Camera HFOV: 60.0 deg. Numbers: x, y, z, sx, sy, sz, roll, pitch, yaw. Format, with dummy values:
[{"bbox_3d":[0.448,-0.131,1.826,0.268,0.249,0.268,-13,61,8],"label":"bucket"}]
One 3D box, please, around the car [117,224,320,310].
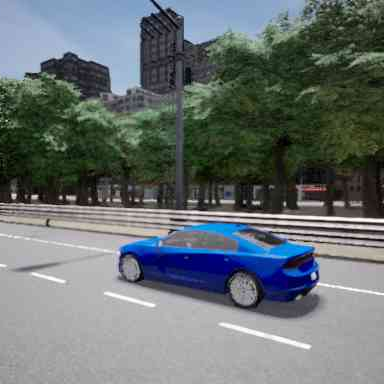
[{"bbox_3d":[0.352,1.494,7.918,5.008,1.535,1.882,0,0,36],"label":"car"}]
